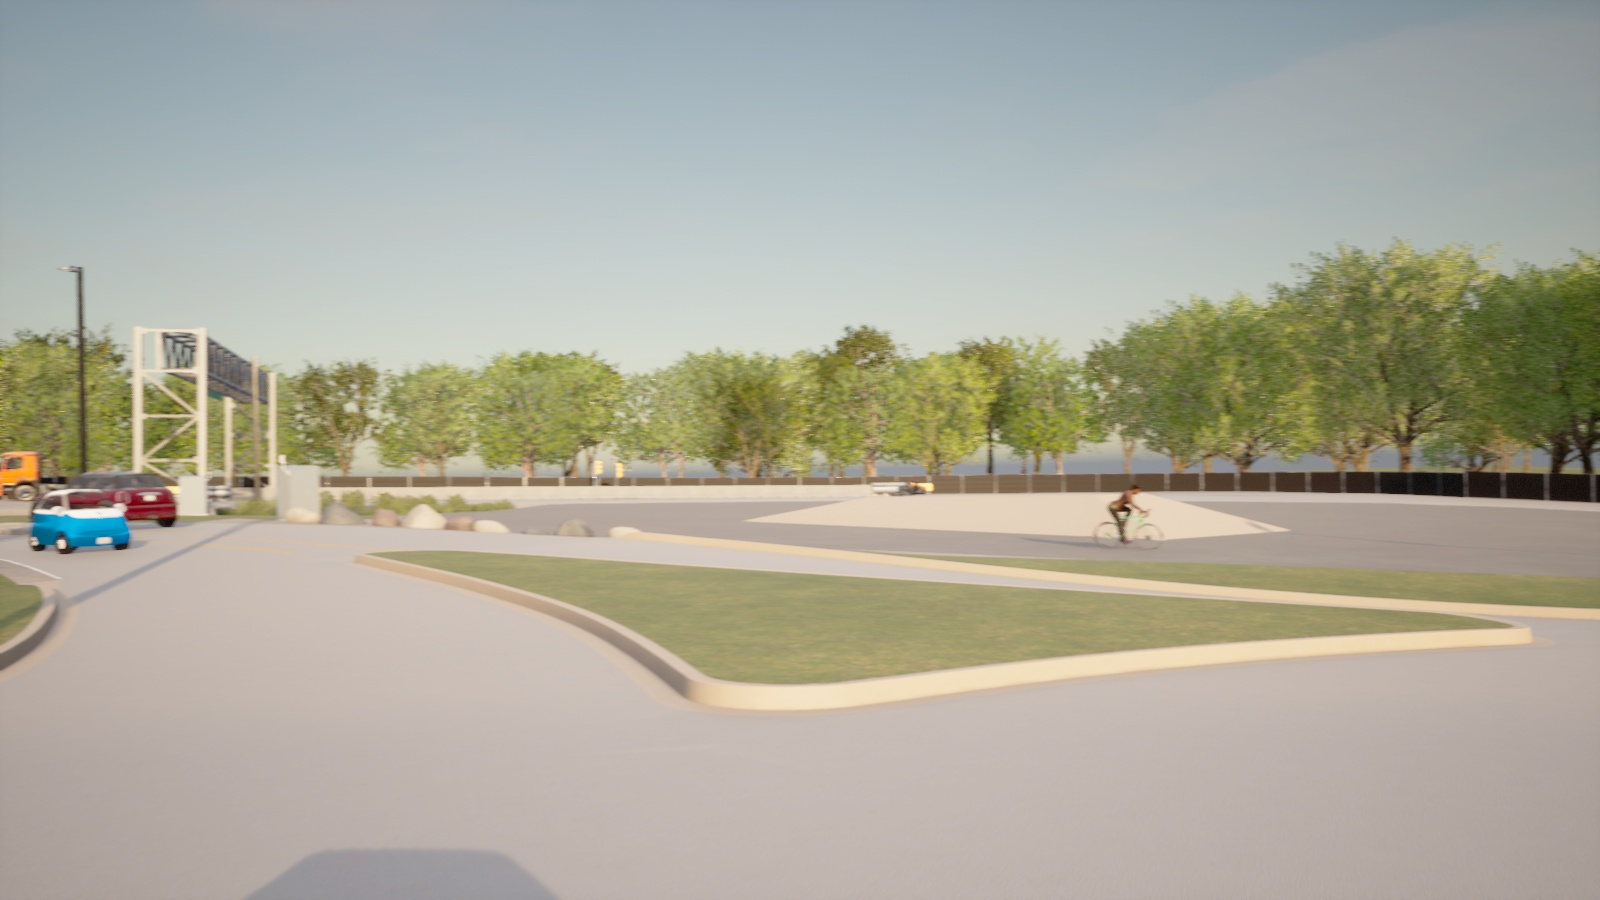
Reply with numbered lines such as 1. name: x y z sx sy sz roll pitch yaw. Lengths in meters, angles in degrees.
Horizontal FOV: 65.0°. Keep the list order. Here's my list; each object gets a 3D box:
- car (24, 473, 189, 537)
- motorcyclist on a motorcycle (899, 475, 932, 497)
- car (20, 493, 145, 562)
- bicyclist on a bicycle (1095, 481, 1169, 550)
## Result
1. car: -20.707 1.632 37.479 4.553 1.767 2.097 -1 0 27
2. motorcyclist on a motorcycle: 8.590 2.674 93.592 2.350 1.649 0.766 -1 -1 -20
3. car: -15.788 1.677 27.644 2.207 1.376 1.481 -2 0 32
4. bicyclist on a bicycle: 8.125 1.595 30.724 1.656 1.620 0.582 1 -1 23
